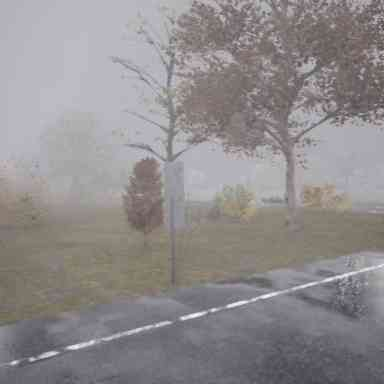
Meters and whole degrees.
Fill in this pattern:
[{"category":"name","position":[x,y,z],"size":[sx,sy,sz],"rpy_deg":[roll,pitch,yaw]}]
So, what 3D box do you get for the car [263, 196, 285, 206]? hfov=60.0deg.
[{"category":"car","position":[12.812,1.272,49.095],"size":[1.895,1.301,4.718],"rpy_deg":[-1,1,-35]}]
